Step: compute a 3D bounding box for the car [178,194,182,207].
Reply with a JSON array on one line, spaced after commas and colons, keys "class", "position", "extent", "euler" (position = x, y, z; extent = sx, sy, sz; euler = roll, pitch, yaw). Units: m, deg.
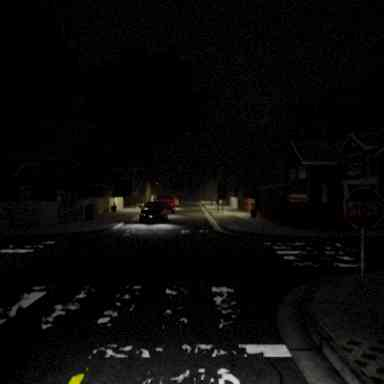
[{"class": "car", "position": [-2.923, 1.478, 48.731], "extent": [1.882, 1.535, 5.008], "euler": [0, 0, 0]}]

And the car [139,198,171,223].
[{"class": "car", "position": [-2.893, 1.500, 25.792], "extent": [1.837, 1.490, 4.892], "euler": [0, 0, 0]}]

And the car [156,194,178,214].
[{"class": "car", "position": [-2.928, 1.218, 36.014], "extent": [2.150, 2.045, 5.566], "euler": [0, 0, -2]}]
